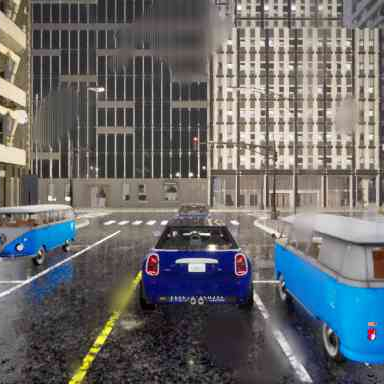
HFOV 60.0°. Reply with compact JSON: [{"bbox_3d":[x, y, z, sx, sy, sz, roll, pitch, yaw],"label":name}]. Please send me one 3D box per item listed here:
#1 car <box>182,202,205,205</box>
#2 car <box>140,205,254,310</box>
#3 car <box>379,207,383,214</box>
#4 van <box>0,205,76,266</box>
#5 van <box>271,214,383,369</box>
[{"bbox_3d":[0.085,1.360,18.004,2.097,1.767,4.553,0,0,0],"label":"car"},{"bbox_3d":[0.083,1.355,7.978,2.097,1.767,4.553,0,0,0],"label":"car"},{"bbox_3d":[18.979,1.491,29.028,4.829,1.417,1.752,0,0,0],"label":"car"},{"bbox_3d":[-5.335,1.346,11.272,1.690,1.788,3.998,0,0,0],"label":"van"},{"bbox_3d":[2.558,1.343,5.605,1.690,1.788,3.998,0,0,0],"label":"van"}]
